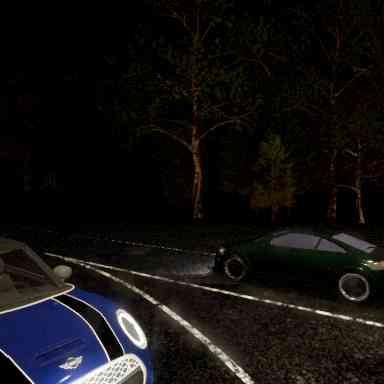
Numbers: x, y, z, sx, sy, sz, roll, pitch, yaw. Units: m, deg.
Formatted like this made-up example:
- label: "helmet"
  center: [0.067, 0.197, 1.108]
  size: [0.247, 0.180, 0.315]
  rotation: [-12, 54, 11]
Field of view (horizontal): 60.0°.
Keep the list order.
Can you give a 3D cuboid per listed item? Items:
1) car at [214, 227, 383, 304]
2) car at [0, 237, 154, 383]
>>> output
- label: "car"
  center: [2.647, 1.563, 8.205]
  size: [4.181, 1.385, 1.994]
  rotation: [0, 0, 36]
- label: "car"
  center: [-2.582, 1.338, 3.726]
  size: [4.553, 1.767, 2.097]
  rotation: [1, 0, 35]
